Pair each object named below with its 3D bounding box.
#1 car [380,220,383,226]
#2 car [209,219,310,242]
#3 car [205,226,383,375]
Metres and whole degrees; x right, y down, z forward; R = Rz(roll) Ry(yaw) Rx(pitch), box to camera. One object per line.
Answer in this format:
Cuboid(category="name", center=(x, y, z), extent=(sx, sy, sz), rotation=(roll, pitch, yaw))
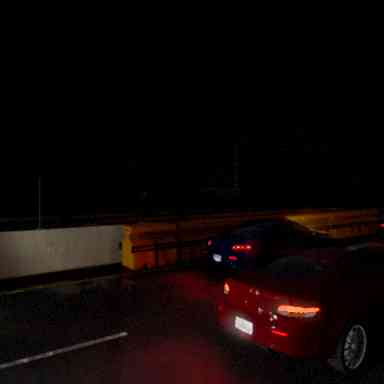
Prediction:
Cuboid(category="car", center=(10.854, 1.530, 15.790), extent=(5.357, 1.411, 2.033), rotation=(0, 0, -36))
Cuboid(category="car", center=(2.522, 1.518, 9.850), extent=(4.674, 1.442, 1.812), rotation=(0, 0, -36))
Cuboid(category="car", center=(2.525, 1.521, 5.555), extent=(4.674, 1.442, 1.812), rotation=(0, 0, -36))
